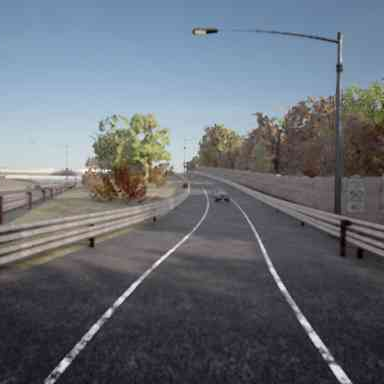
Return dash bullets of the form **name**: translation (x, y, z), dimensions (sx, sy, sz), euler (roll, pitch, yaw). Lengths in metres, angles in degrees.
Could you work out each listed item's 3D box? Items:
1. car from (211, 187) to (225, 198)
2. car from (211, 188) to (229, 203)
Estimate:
- **car**: translation (4.200, 0.022, 54.286), dimensions (1.895, 1.301, 4.718), euler (0, 5, 0)
- **car**: translation (3.910, 0.626, 44.041), dimensions (1.837, 1.490, 4.892), euler (1, 3, 2)
